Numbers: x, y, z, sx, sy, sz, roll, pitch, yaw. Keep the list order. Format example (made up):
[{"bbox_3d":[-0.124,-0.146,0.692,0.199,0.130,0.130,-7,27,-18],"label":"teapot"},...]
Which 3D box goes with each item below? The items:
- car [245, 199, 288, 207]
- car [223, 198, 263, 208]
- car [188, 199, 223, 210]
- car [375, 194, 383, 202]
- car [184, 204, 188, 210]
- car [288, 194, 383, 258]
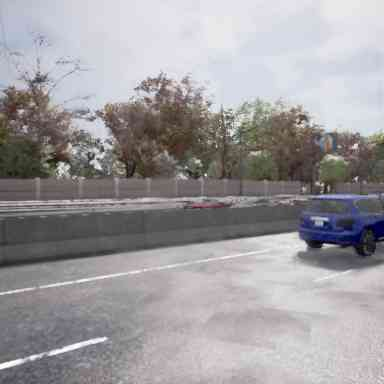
[{"bbox_3d":[6.721,1.427,25.979,4.718,1.301,1.895,-1,0,-35],"label":"car"},{"bbox_3d":[5.435,1.324,29.358,4.892,1.490,1.837,-1,0,-35],"label":"car"},{"bbox_3d":[2.378,1.430,31.479,4.718,1.301,1.895,-1,0,-35],"label":"car"},{"bbox_3d":[34.073,1.019,58.260,4.674,1.442,1.812,-1,0,-35],"label":"car"},{"bbox_3d":[1.206,1.385,34.938,4.181,1.385,1.994,-1,0,-35],"label":"car"},{"bbox_3d":[6.411,1.116,12.617,5.566,2.045,2.150,-1,0,-35],"label":"car"}]
